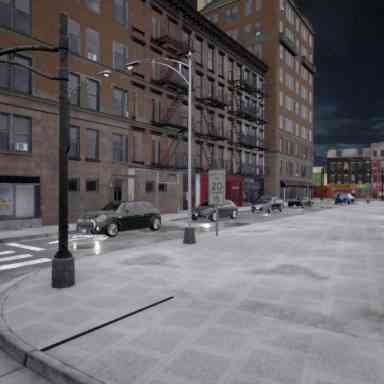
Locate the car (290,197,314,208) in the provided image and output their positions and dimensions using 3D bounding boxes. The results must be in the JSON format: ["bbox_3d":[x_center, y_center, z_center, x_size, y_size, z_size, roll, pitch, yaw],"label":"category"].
[{"bbox_3d":[13.396,1.268,40.970,1.895,1.301,4.718,0,1,36],"label":"car"}]

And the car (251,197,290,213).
[{"bbox_3d":[7.525,1.223,32.869,2.128,1.511,4.902,0,1,36],"label":"car"}]

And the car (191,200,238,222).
[{"bbox_3d":[1.706,1.304,24.781,1.837,1.490,4.892,0,1,36],"label":"car"}]

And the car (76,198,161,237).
[{"bbox_3d":[-3.699,1.218,17.308,2.097,1.767,4.553,0,1,37],"label":"car"}]

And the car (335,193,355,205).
[{"bbox_3d":[22.840,0.954,49.563,2.097,1.767,4.553,0,1,36],"label":"car"}]
